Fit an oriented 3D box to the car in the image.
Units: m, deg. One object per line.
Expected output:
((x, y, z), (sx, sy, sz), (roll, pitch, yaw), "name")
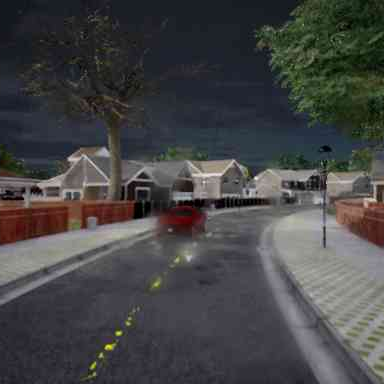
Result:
((-0.432, 1.517, 17.937), (1.882, 1.535, 5.008), (0, 0, 14), "car")
